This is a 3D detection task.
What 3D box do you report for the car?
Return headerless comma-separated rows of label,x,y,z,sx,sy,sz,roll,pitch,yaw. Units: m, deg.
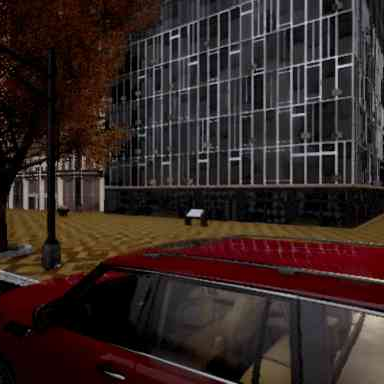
car,0.126,1.310,2.778,5.009,1.841,2.192,0,0,35
